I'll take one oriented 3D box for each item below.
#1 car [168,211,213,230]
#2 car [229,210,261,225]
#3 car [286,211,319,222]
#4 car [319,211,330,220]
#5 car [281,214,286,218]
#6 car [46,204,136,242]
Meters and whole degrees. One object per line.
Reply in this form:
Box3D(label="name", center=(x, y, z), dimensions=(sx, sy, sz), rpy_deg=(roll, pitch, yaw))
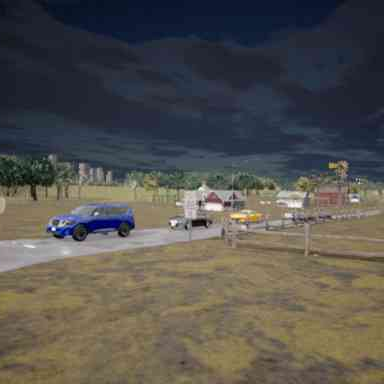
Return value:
Box3D(label="car", center=(-0.048, 2.397, 28.499), dimensions=(2.128, 1.511, 4.902), rpy_deg=(1, -2, 36))
Box3D(label="car", center=(5.956, 2.764, 36.888), dimensions=(1.882, 1.535, 5.008), rpy_deg=(1, -2, 36))
Box3D(label="car", center=(14.814, 3.279, 44.307), dimensions=(2.033, 1.411, 5.357), rpy_deg=(1, -2, 36))
Box3D(label="car", center=(20.537, 3.646, 52.406), dimensions=(2.033, 1.411, 5.357), rpy_deg=(1, -2, 36))
Box3D(label="car", center=(14.890, 3.457, 49.235), dimensions=(1.895, 1.301, 4.718), rpy_deg=(1, -2, 36))
Box3D(label="car", center=(-5.899, 1.760, 20.268), dimensions=(2.150, 2.045, 5.566), rpy_deg=(1, -2, 35))
